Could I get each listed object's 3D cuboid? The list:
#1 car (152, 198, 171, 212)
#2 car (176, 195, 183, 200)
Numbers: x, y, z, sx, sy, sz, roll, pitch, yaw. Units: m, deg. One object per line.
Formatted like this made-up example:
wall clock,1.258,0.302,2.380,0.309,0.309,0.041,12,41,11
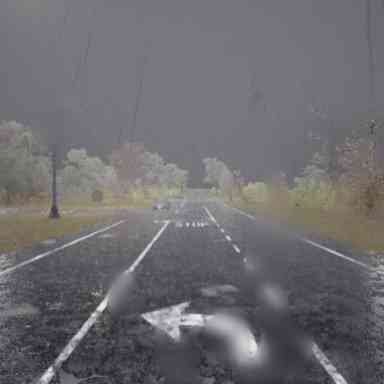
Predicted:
car,-3.455,1.446,37.957,2.128,1.511,4.902,0,0,0
car,-3.425,1.411,90.956,1.895,1.301,4.718,0,0,0
